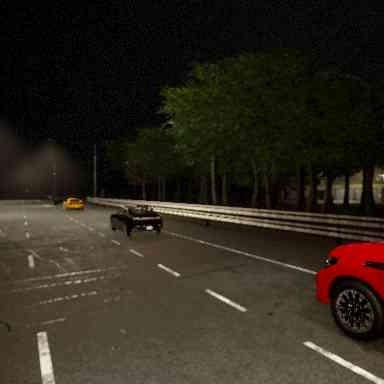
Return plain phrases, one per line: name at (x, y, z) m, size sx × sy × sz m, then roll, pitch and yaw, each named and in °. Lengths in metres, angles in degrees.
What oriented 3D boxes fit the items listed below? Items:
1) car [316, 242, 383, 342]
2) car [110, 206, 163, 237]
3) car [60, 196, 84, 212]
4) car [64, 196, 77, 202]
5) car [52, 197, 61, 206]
car at (4.192, 1.230, 3.963) m, size 2.150 × 2.045 × 5.566 m, roll 0°, pitch 0°, yaw -27°
car at (-3.190, 1.514, 18.353) m, size 2.128 × 1.511 × 4.902 m, roll 0°, pitch 0°, yaw -27°
car at (-14.291, 1.537, 39.992) m, size 1.882 × 1.535 × 5.008 m, roll 0°, pitch 0°, yaw -27°
car at (-29.194, 1.676, 80.085) m, size 1.895 × 1.301 × 4.718 m, roll 0°, pitch 0°, yaw -6°
car at (-23.183, 1.609, 58.108) m, size 1.837 × 1.490 × 4.892 m, roll -1°, pitch 0°, yaw -23°
